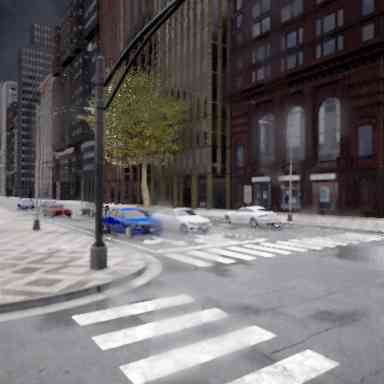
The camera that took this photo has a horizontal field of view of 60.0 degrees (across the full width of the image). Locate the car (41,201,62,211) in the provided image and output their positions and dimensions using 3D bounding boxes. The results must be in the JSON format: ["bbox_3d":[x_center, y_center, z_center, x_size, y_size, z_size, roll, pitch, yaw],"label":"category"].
[{"bbox_3d":[-20.689,1.972,48.860,1.895,1.301,4.718,1,-1,-35],"label":"car"}]

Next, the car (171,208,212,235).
[{"bbox_3d":[-0.731,1.728,20.587,1.812,1.442,4.674,1,0,-38],"label":"car"}]

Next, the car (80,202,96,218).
[{"bbox_3d":[-9.697,1.762,33.215,1.837,1.490,4.892,1,0,-35],"label":"car"}]

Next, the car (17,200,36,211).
[{"bbox_3d":[-23.356,1.820,47.004,1.882,1.535,5.008,1,-1,-35],"label":"car"}]

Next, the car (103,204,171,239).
[{"bbox_3d":[-3.424,1.656,18.758,1.882,1.535,5.008,1,0,-35],"label":"car"}]

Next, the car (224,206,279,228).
[{"bbox_3d":[4.314,1.786,24.681,1.812,1.442,4.674,1,-1,-33],"label":"car"}]

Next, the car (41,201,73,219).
[{"bbox_3d":[-13.166,1.839,32.487,1.895,1.301,4.718,1,-1,-35],"label":"car"}]
